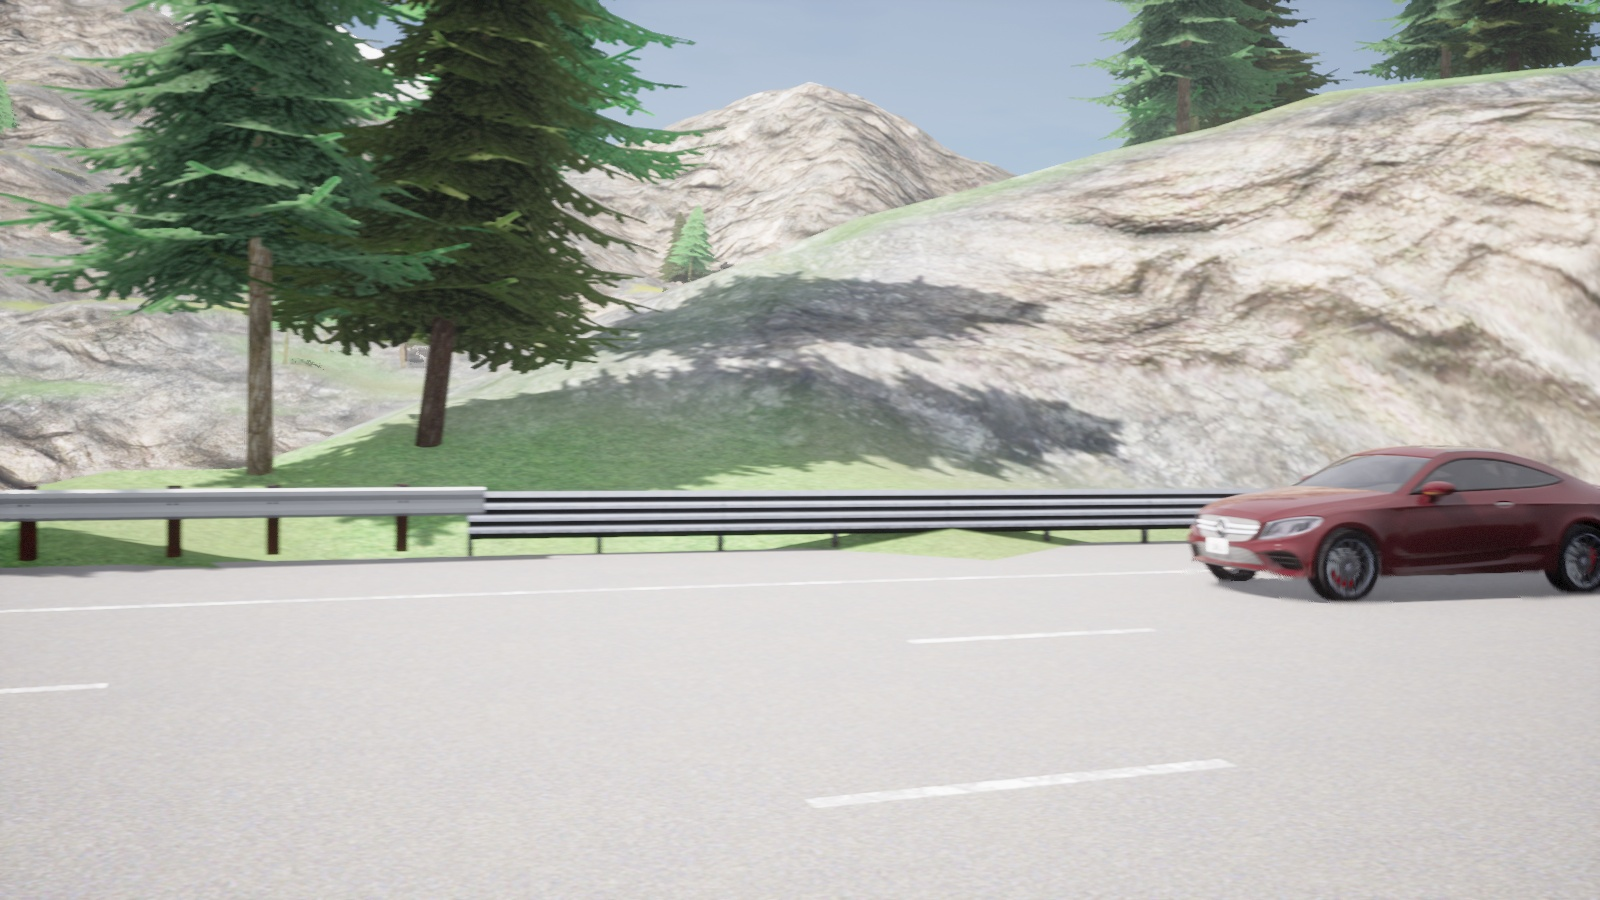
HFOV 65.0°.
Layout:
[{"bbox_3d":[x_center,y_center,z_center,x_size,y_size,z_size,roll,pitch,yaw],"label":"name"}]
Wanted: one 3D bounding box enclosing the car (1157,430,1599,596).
[{"bbox_3d":[6.198,0.547,12.821,4.674,1.442,1.812,-1,1,-18],"label":"car"}]
